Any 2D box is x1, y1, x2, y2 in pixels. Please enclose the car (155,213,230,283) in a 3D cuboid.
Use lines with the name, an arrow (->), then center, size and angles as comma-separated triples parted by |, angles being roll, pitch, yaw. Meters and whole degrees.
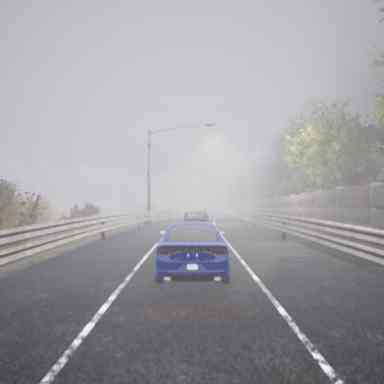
car -> 0.019, 1.617, 10.061 | 1.882, 1.535, 5.008 | 0, -1, 0

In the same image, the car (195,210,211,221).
car -> 1.605, 3.276, 47.653 | 2.128, 1.511, 4.902 | 0, -3, 4

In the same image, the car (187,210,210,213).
car -> 0.259, 1.963, 20.291 | 2.128, 1.511, 4.902 | 0, -2, 1
